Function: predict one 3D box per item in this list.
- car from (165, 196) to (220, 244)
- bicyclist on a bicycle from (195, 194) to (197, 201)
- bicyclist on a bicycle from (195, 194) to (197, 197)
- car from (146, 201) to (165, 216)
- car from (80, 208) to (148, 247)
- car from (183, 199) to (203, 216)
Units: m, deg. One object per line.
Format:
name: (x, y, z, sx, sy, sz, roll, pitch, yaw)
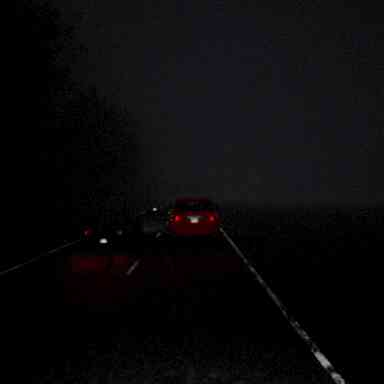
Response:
car: (0.098, 1.217, 15.803, 2.150, 2.045, 5.566, 0, 0, 0)
bicyclist on a bicycle: (0.965, 1.434, 86.512, 0.582, 1.620, 1.656, 0, 0, 0)
bicyclist on a bicycle: (0.963, 1.353, 77.507, 0.659, 1.776, 1.843, 0, 0, 0)
car: (-3.402, 1.556, 32.508, 1.994, 1.385, 4.181, 0, 0, 0)
car: (-3.402, 1.597, 15.036, 1.895, 1.301, 4.718, 0, 0, 0)
car: (0.099, 1.517, 32.961, 1.812, 1.442, 4.674, 0, 0, 0)
